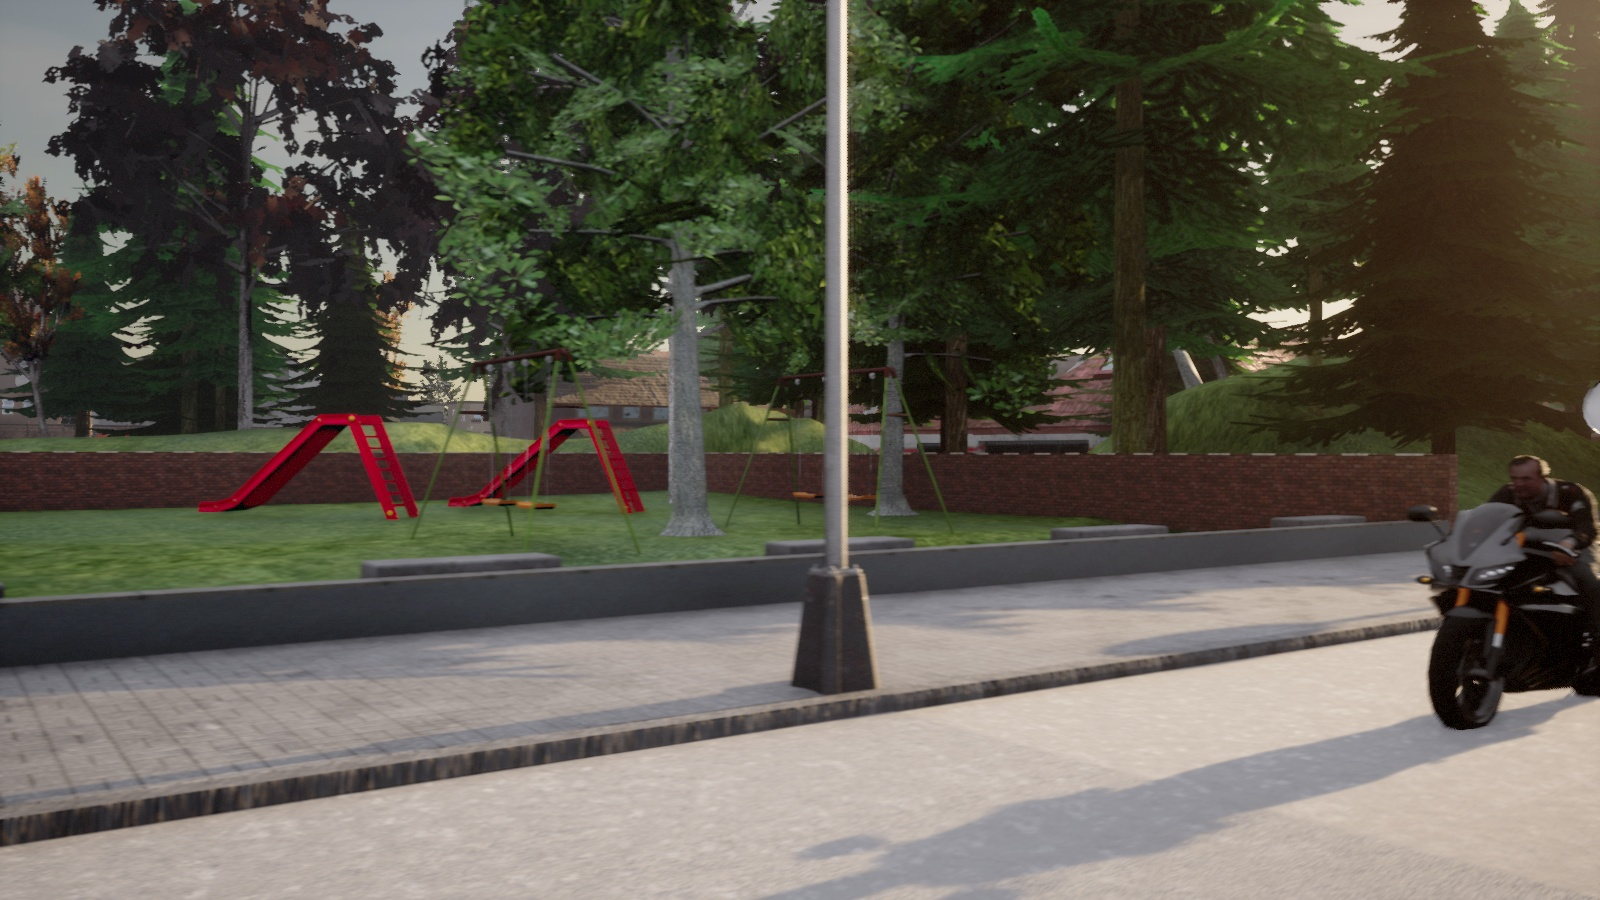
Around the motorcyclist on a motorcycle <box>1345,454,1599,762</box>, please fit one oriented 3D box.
[{"bbox_3d":[4.173,0.789,7.249,2.191,1.530,0.866,0,0,-35],"label":"motorcyclist on a motorcycle"}]
